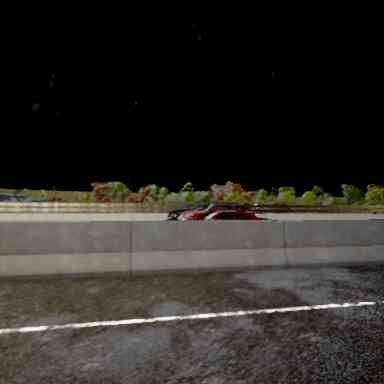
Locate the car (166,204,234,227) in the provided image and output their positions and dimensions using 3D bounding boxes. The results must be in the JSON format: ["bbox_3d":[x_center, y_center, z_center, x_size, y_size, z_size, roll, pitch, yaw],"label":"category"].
[{"bbox_3d":[0.463,1.558,22.426,4.181,1.385,1.994,1,0,-14],"label":"car"}]

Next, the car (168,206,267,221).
[{"bbox_3d":[1.327,1.538,15.426,4.674,1.442,1.812,1,0,-14],"label":"car"}]

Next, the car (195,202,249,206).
[{"bbox_3d":[1.466,1.365,19.069,4.553,1.767,2.097,1,0,-14],"label":"car"}]
